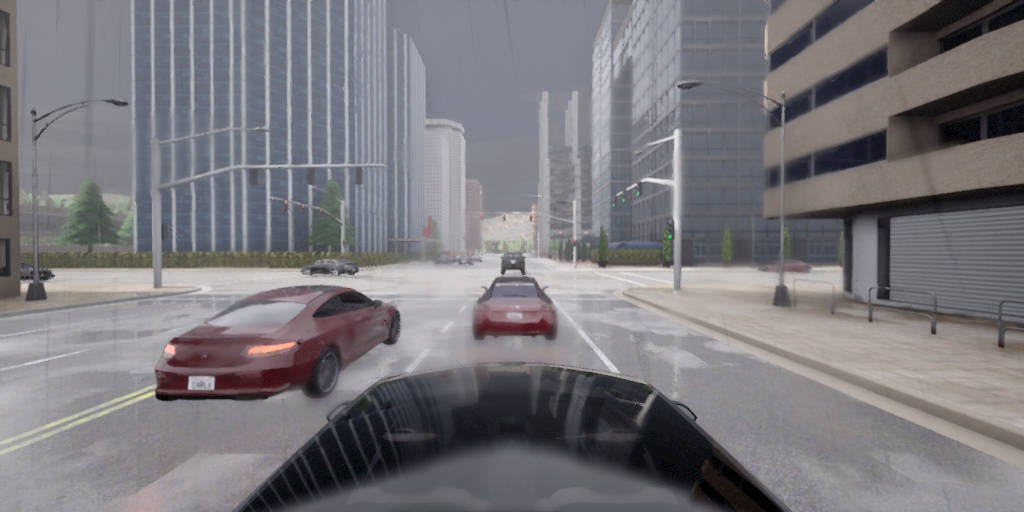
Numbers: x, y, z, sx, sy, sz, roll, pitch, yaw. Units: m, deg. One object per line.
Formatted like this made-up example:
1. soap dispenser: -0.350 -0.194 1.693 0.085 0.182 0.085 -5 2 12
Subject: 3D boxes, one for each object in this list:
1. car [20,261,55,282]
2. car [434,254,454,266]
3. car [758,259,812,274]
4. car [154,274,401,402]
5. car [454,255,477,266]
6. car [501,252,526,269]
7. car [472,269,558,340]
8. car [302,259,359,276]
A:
1. car: -33.697 1.029 23.882 4.892 1.490 1.837 0 1 1
2. car: -10.556 0.561 54.975 2.097 1.767 4.553 0 1 0
3. car: 25.776 0.986 33.958 4.181 1.385 1.994 0 1 1
4. car: -3.441 1.229 6.295 1.812 1.442 4.674 0 1 0
5. car: -7.057 0.700 55.000 2.128 1.511 4.902 0 1 0
6. car: 0.108 0.639 34.369 2.150 2.045 5.566 0 1 0
7. car: 0.078 1.233 9.685 1.994 1.385 4.181 0 1 0
8. car: -15.115 0.956 29.767 4.902 1.511 2.128 0 0 18
